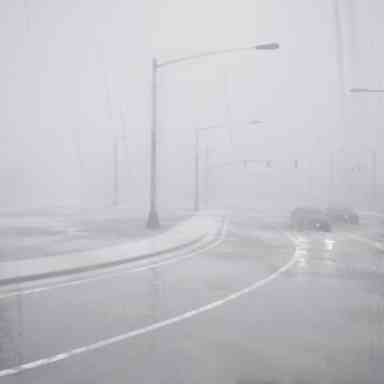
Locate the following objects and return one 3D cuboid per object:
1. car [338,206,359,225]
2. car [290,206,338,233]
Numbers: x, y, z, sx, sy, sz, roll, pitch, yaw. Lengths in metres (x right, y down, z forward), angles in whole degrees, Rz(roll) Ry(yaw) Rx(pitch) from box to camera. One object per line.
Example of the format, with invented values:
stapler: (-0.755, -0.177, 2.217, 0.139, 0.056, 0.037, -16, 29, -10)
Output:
car: (11.639, 1.803, 26.439, 1.994, 1.385, 4.181, 0, 0, 8)
car: (7.393, 1.682, 21.081, 1.837, 1.490, 4.892, 0, -1, 8)
